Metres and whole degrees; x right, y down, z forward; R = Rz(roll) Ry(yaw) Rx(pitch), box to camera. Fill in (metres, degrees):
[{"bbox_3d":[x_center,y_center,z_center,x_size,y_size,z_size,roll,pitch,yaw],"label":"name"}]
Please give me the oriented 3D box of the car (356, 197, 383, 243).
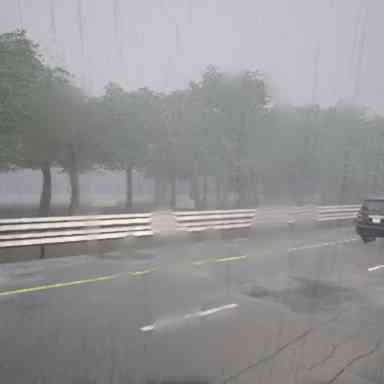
[{"bbox_3d":[9.565,1.244,14.848,5.566,2.045,2.150,0,0,-35],"label":"car"}]
